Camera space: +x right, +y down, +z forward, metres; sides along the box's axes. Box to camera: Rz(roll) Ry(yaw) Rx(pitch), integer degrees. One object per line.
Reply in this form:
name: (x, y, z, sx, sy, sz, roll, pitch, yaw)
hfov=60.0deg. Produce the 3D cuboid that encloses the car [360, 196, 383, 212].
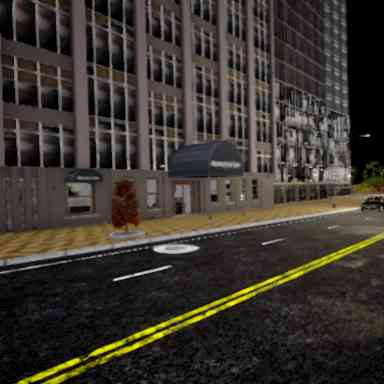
car: (18.334, 1.197, 33.217, 1.837, 1.490, 4.892, -1, 0, 43)
